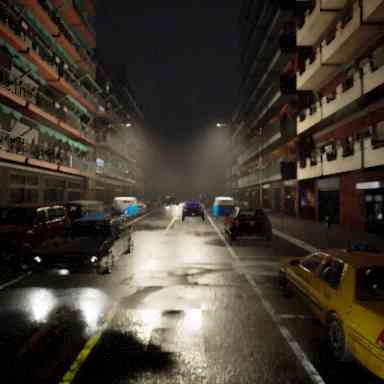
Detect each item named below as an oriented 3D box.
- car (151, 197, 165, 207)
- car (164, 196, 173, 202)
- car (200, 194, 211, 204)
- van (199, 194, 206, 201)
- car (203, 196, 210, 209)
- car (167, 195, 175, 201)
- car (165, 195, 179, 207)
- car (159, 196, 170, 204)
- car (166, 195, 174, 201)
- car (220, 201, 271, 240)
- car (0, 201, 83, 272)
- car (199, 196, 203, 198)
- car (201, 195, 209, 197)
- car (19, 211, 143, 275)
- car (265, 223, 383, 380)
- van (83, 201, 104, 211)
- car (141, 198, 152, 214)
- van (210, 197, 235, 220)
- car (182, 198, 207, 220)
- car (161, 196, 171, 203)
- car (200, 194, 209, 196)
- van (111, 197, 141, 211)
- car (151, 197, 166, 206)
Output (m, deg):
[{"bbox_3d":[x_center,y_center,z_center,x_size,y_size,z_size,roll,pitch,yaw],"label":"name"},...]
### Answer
[{"bbox_3d":[-5.639,1.478,50.876,1.967,1.590,4.097,1,0,0],"label":"car"},{"bbox_3d":[-5.640,1.612,79.299,1.887,1.381,4.507,1,0,0],"label":"car"},{"bbox_3d":[2.711,1.370,67.989,2.192,1.841,5.009,1,0,0],"label":"car"},{"bbox_3d":[2.710,1.415,85.044,1.690,1.788,3.998,1,0,0],"label":"van"},{"bbox_3d":[2.705,1.614,45.251,1.802,1.307,4.206,1,0,0],"label":"car"},{"bbox_3d":[-5.640,1.646,90.668,1.947,1.339,4.313,1,0,0],"label":"car"},{"bbox_3d":[-3.069,1.566,53.455,1.812,1.442,4.674,0,0,0],"label":"car"},{"bbox_3d":[-5.641,1.599,67.929,1.887,1.381,4.507,1,0,0],"label":"car"},{"bbox_3d":[-5.640,1.599,84.814,1.752,1.417,4.829,1,0,0],"label":"car"},{"bbox_3d":[2.707,1.451,16.827,1.967,1.590,4.097,1,0,0],"label":"car"},{"bbox_3d":[-5.671,1.322,11.083,2.192,1.841,5.009,1,0,0],"label":"car"},{"bbox_3d":[0.102,1.634,45.947,1.895,1.301,4.718,0,0,0],"label":"car"},{"bbox_3d":[2.705,1.604,50.936,1.947,1.339,4.313,1,0,0],"label":"car"},{"bbox_3d":[-3.100,1.554,10.696,2.033,1.411,5.357,0,0,0],"label":"car"},{"bbox_3d":[2.705,1.529,5.628,1.752,1.417,4.829,1,0,0],"label":"car"},{"bbox_3d":[-5.671,1.352,16.767,1.690,1.788,3.998,1,0,0],"label":"van"},{"bbox_3d":[-5.665,1.573,33.822,2.008,1.369,4.403,1,0,0],"label":"car"},{"bbox_3d":[2.709,1.359,28.198,1.690,1.788,3.998,1,0,0],"label":"van"},{"bbox_3d":[0.101,1.544,28.156,1.812,1.442,4.674,0,0,0],"label":"car"},{"bbox_3d":[-5.640,1.586,73.444,1.752,1.417,4.829,1,0,0],"label":"car"},{"bbox_3d":[2.708,1.489,62.305,1.967,1.590,4.097,1,0,0],"label":"car"},{"bbox_3d":[-5.677,1.359,28.138,1.690,1.788,3.998,1,0,0],"label":"van"},{"bbox_3d":[-5.641,1.609,56.560,1.947,1.339,4.313,1,0,0],"label":"car"}]
